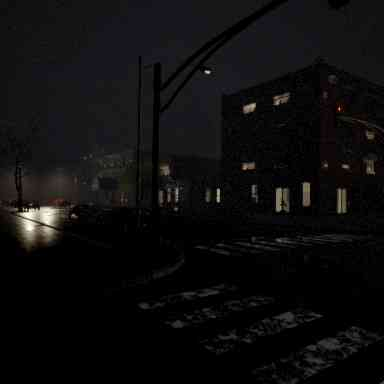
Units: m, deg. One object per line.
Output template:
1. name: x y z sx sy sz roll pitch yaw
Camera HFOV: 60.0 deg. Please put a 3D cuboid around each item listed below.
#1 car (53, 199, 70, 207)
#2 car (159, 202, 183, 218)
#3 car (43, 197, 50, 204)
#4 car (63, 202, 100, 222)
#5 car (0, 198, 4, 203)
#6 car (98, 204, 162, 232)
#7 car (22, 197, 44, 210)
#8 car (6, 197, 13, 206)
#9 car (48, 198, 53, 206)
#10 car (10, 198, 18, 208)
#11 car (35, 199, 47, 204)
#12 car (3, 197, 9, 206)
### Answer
1. car: -25.733 2.113 66.515 1.967 1.590 4.097 1 -1 -35
2. car: -2.633 1.761 33.704 1.967 1.590 4.097 1 -1 -35
3. car: -35.243 2.138 80.120 2.192 1.841 5.009 1 -1 -35
4. car: -9.083 1.729 27.852 1.802 1.307 4.206 1 -1 -35
5. car: -38.942 1.929 70.787 2.192 1.841 5.009 1 -1 -35
6. car: -3.925 1.615 20.475 1.887 1.381 4.507 1 -1 -35
7. car: -23.218 1.890 48.189 1.752 1.417 4.829 1 -1 -35
8. car: -32.602 2.080 61.715 1.947 1.339 4.313 1 -1 -35
9. car: -28.903 2.305 71.049 1.802 1.307 4.206 1 -1 -35
10. car: -29.613 2.011 57.428 1.887 1.381 4.507 1 -1 -35
11. car: -38.512 2.401 84.792 1.752 1.417 4.829 1 -1 -35
12. car: -35.772 2.130 66.250 1.947 1.339 4.313 1 -1 -35
